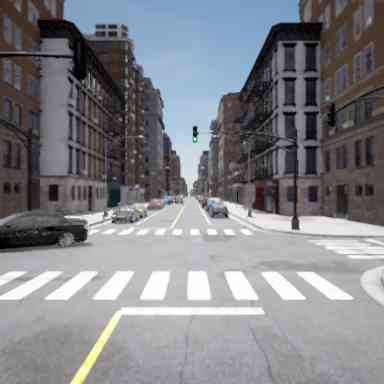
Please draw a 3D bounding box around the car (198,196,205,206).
[{"bbox_3d":[2.626,1.696,54.391,2.192,1.841,5.009,0,0,0],"label":"car"}]

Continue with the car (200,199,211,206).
[{"bbox_3d":[2.624,2.008,65.202,2.008,1.369,4.403,0,0,0],"label":"car"}]

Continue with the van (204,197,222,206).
[{"bbox_3d":[2.627,1.609,38.173,1.690,1.788,3.998,0,0,0],"label":"van"}]

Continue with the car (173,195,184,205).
[{"bbox_3d":[-2.777,2.017,73.932,1.837,1.490,4.892,0,0,0],"label":"car"}]

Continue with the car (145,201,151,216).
[{"bbox_3d":[-5.406,1.755,32.592,1.752,1.417,4.829,0,0,0],"label":"car"}]

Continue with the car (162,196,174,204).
[{"bbox_3d":[-5.463,1.849,76.011,2.192,1.841,5.009,0,0,0],"label":"car"}]

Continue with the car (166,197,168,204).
[{"bbox_3d":[-5.434,1.906,54.216,1.752,1.417,4.829,0,0,0],"label":"car"}]

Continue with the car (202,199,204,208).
[{"bbox_3d":[2.627,1.887,43.577,1.802,1.307,4.206,0,0,0],"label":"car"}]

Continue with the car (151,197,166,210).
[{"bbox_3d":[-5.427,1.784,48.981,1.967,1.590,4.097,0,0,0],"label":"car"}]

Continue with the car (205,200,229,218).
[{"bbox_3d":[2.628,1.780,32.765,2.008,1.369,4.403,0,0,0],"label":"car"}]

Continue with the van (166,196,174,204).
[{"bbox_3d":[-5.470,1.913,81.417,1.690,1.788,3.998,0,0,0],"label":"van"}]

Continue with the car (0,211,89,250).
[{"bbox_3d":[-6.912,1.579,13.840,5.008,1.535,1.882,0,3,-31],"label":"car"}]

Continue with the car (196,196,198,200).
[{"bbox_3d":[2.622,2.154,86.827,1.887,1.381,4.507,0,0,0],"label":"car"}]

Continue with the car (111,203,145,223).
[{"bbox_3d":[-5.399,1.744,27.355,2.008,1.369,4.403,0,0,0],"label":"car"}]

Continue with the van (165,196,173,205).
[{"bbox_3d":[-5.456,1.837,70.605,1.690,1.788,3.998,0,0,0],"label":"van"}]

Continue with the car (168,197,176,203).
[{"bbox_3d":[-5.484,2.198,92.228,2.008,1.369,4.403,0,0,0],"label":"car"}]

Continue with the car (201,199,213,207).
[{"bbox_3d":[2.625,1.985,59.796,1.947,1.339,4.313,0,0,0],"label":"car"}]

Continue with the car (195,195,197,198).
[{"bbox_3d":[2.621,2.213,92.232,1.947,1.339,4.313,0,0,0],"label":"car"}]

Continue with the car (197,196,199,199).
[{"bbox_3d":[2.623,2.022,70.777,1.752,1.417,4.829,0,0,0],"label":"car"}]
